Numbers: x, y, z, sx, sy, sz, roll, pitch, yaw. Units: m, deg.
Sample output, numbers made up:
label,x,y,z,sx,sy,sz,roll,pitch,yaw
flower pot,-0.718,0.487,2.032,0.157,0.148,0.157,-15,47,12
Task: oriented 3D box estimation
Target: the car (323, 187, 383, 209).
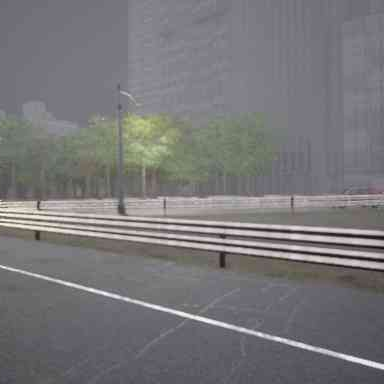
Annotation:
label,x,y,z,sx,sy,sz,roll,pitch,yaw
car,15.831,0.555,32.604,5.566,2.045,2.150,-1,0,-6
